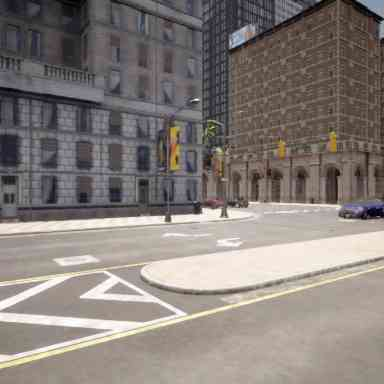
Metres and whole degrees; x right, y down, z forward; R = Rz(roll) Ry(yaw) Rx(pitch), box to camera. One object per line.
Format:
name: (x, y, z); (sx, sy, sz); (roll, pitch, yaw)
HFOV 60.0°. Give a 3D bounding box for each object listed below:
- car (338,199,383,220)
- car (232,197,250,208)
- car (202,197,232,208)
car: (14.320, 1.352, 27.914); (4.553, 1.767, 2.097); (0, 0, -35)
car: (6.246, 1.505, 48.495); (1.837, 1.490, 4.892); (0, 0, -35)
car: (3.039, 1.526, 46.977); (1.812, 1.442, 4.674); (0, 0, -35)
